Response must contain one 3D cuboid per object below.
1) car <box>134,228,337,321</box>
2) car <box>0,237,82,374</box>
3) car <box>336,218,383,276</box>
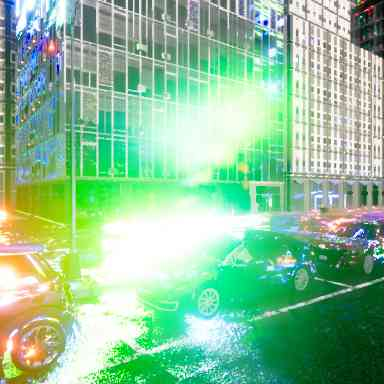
[{"bbox_3d":[0.907,1.551,7.192,4.403,1.369,2.008,0,0,-35],"label":"car"},{"bbox_3d":[-3.604,1.440,3.991,4.097,1.590,1.967,0,0,-35],"label":"car"},{"bbox_3d":[5.419,1.546,10.393,4.507,1.381,1.887,0,0,-35],"label":"car"}]
